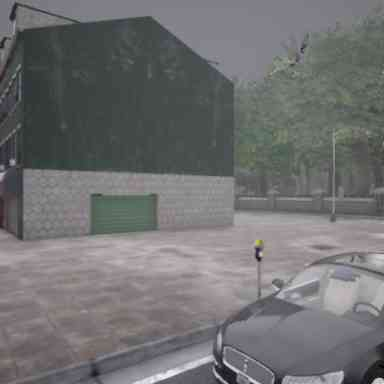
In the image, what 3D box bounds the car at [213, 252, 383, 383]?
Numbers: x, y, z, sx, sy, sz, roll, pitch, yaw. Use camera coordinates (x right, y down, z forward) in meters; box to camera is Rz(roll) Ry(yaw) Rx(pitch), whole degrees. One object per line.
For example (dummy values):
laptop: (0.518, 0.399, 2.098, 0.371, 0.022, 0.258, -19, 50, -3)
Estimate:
car: (2.267, 1.569, 4.426, 4.403, 1.369, 2.008, 0, 0, -35)
